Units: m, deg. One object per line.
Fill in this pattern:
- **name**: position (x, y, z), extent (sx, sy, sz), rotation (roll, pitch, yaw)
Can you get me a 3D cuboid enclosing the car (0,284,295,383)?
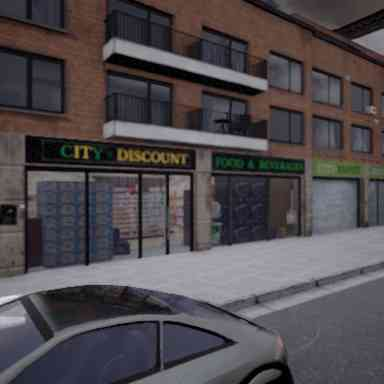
- **car**: position (-1.105, 1.562, 2.591), extent (4.181, 1.385, 1.994), rotation (0, 0, -35)
